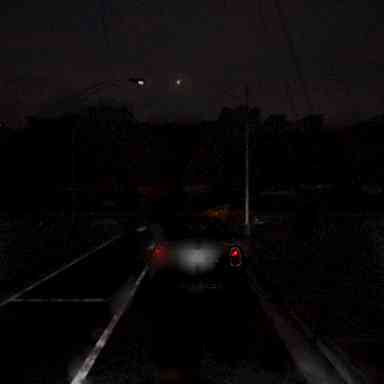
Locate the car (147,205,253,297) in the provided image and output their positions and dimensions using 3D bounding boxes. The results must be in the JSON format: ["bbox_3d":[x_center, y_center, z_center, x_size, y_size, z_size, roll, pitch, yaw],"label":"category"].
[{"bbox_3d":[0.111,1.401,8.846,2.097,1.767,4.553,0,0,0],"label":"car"}]

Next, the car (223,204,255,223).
[{"bbox_3d":[2.758,1.626,24.249,1.882,1.535,5.008,-2,-1,39],"label":"car"}]
